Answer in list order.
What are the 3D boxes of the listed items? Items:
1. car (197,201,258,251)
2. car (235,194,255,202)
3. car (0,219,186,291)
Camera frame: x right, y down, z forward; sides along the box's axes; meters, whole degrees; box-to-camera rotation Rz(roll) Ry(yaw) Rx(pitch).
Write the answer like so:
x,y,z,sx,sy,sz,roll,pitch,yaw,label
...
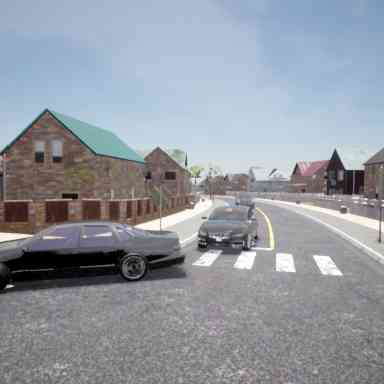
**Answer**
x,y,z,sx,sy,sz,roll,pitch,yaw,label
1.605,1.337,13.515,1.837,1.490,4.892,1,1,17,car
6.095,1.004,38.492,2.097,1.767,4.553,1,0,6,car
-2.878,1.434,8.380,5.357,1.411,2.033,-1,1,-14,car
